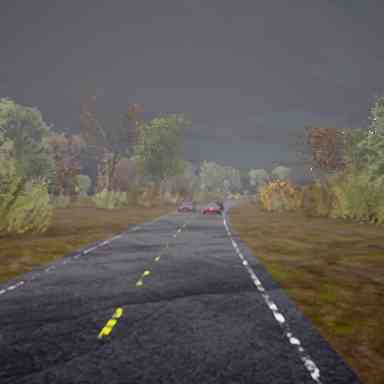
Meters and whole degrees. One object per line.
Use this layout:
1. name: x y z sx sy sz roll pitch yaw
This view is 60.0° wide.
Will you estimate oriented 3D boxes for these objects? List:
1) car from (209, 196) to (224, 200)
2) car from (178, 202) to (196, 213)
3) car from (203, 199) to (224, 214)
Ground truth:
1. car: 3.579 1.620 49.618 2.150 2.045 5.566 0 0 7
2. car: -0.566 1.895 41.675 1.994 1.385 4.181 0 0 6
3. car: 2.426 1.880 39.640 1.994 1.385 4.181 0 -1 6
